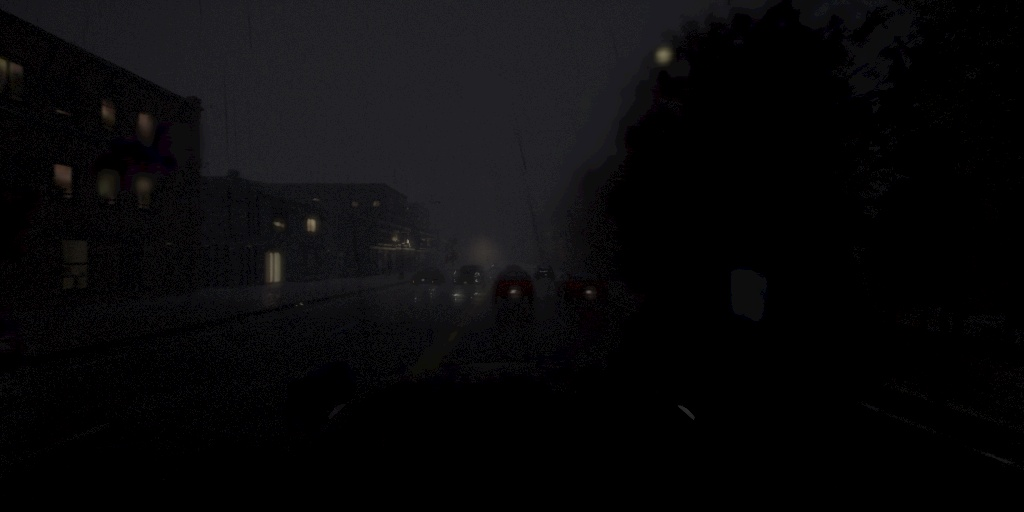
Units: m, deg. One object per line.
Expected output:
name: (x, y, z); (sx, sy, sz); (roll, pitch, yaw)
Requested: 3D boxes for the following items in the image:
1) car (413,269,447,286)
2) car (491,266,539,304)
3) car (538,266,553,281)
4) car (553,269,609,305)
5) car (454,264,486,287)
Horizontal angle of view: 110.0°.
car: (-6.547, 1.709, 28.971); (1.994, 1.385, 4.181); (0, -1, 0)
car: (0.126, 1.466, 18.013); (1.882, 1.535, 5.008); (0, -1, 0)
car: (3.420, 1.767, 37.579); (2.128, 1.511, 4.902); (0, -1, 0)
car: (3.376, 1.464, 17.795); (1.882, 1.535, 5.008); (0, -1, 0)
car: (-3.296, 1.495, 28.748); (2.097, 1.767, 4.553); (0, -1, 0)
